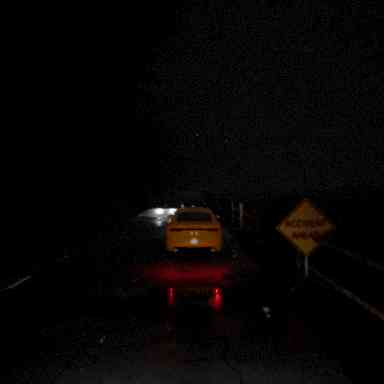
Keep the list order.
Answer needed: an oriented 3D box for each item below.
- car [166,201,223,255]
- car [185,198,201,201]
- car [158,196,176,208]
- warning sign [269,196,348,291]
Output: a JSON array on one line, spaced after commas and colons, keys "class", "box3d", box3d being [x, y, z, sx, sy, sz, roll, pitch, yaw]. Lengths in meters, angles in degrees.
[{"class": "car", "box3d": [0.079, 1.334, 12.731, 1.882, 1.535, 5.008, 0, 1, 0]}, {"class": "car", "box3d": [0.082, 1.220, 27.253, 2.033, 1.411, 5.357, 0, 1, 0]}, {"class": "car", "box3d": [-2.849, 1.117, 38.296, 1.895, 1.301, 4.718, 0, 1, 0]}, {"class": "warning sign", "box3d": [2.440, 1.037, 7.135, 1.300, 1.860, 1.060, -1, 0, 0]}]
